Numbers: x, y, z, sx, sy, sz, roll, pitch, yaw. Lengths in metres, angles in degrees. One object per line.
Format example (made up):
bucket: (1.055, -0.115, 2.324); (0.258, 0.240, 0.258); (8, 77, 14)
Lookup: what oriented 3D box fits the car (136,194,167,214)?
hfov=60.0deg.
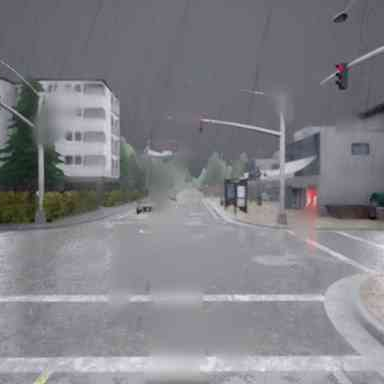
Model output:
car: (-3.478, 1.140, 28.044); (1.994, 1.385, 4.181); (0, 2, 0)

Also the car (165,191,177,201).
car: (-3.461, 0.609, 51.765); (1.837, 1.490, 4.892); (0, 3, 0)
